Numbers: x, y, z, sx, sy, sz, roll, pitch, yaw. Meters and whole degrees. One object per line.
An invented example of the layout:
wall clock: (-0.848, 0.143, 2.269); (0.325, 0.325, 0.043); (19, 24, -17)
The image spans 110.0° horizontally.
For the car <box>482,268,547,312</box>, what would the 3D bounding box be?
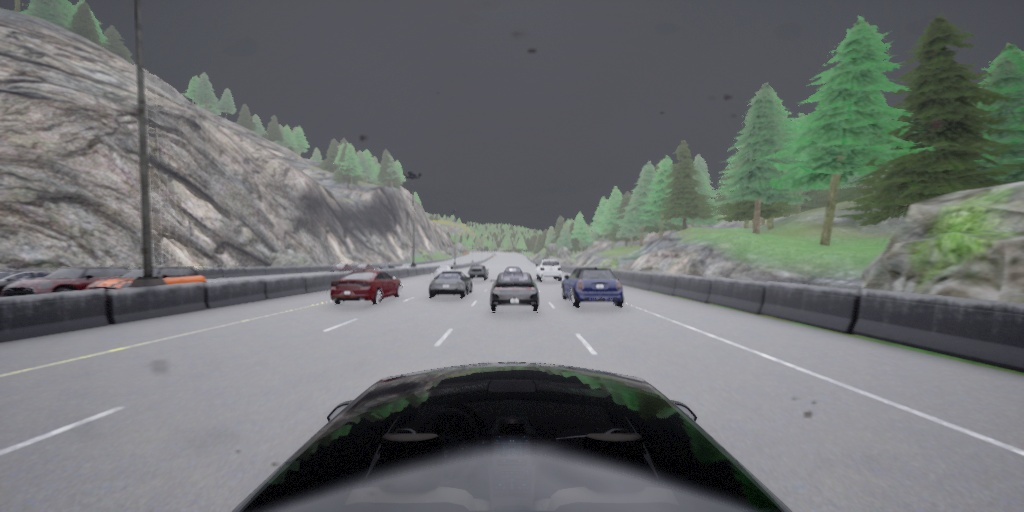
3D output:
car: (0.099, 1.411, 15.090); (2.128, 1.511, 4.902); (0, -1, 0)

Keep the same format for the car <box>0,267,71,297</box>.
car: (-21.098, 1.301, 17.507); (2.097, 1.767, 4.553); (0, -1, 0)

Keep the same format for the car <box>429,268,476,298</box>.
car: (-3.400, 1.552, 20.495); (1.994, 1.385, 4.181); (0, -1, 0)

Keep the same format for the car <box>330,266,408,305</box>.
car: (-6.900, 1.427, 17.491); (1.882, 1.535, 5.008); (0, -1, 0)

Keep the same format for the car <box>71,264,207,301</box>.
car: (-17.598, 1.302, 17.538); (2.097, 1.767, 4.553); (0, -1, 0)

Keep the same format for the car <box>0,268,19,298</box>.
car: (-28.098, 1.423, 17.251); (1.882, 1.535, 5.008); (0, -1, 0)

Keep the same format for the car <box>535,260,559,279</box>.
car: (3.601, 1.402, 35.691); (2.150, 2.045, 5.566); (0, -1, 0)

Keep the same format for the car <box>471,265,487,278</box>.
car: (-3.399, 1.696, 36.520); (1.837, 1.490, 4.892); (0, -1, 0)

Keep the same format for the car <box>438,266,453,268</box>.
car: (-6.899, 1.728, 37.408); (1.812, 1.442, 4.674); (0, -1, 0)

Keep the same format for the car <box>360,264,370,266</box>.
car: (-24.523, 2.007, 59.473); (1.812, 1.442, 4.674); (0, -1, 1)

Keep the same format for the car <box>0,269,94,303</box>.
car: (-24.598, 1.443, 17.702); (2.128, 1.511, 4.902); (0, -1, 0)

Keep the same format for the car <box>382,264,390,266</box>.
car: (-21.033, 2.047, 59.654); (1.994, 1.385, 4.181); (0, -1, 1)

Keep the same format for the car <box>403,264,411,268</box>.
car: (-17.536, 2.011, 59.781); (1.812, 1.442, 4.674); (0, -1, 1)

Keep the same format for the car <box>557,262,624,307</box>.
car: (3.599, 1.293, 16.783); (2.097, 1.767, 4.553); (0, -1, 0)
